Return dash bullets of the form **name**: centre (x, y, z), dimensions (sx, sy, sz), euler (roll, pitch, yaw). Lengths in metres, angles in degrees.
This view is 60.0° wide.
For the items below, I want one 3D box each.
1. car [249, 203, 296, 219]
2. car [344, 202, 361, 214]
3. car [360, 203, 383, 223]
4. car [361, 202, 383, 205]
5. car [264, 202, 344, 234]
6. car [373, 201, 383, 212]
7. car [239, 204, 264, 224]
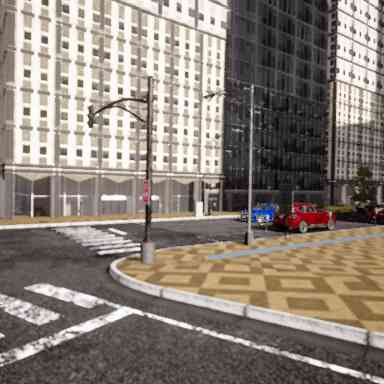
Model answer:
- **car**: centre (7.805, 1.781, 32.117), dimensions (4.403, 1.369, 2.008), euler (0, 1, -34)
- **car**: centre (17.011, 1.826, 38.438), dimensions (4.829, 1.417, 1.752), euler (0, 1, -34)
- **car**: centre (16.937, 1.981, 28.829), dimensions (4.507, 1.381, 1.887), euler (0, 1, -34)
- **car**: centre (21.825, 1.904, 41.743), dimensions (4.313, 1.339, 1.947), euler (0, 1, -34)
- **car**: centre (7.595, 1.680, 22.408), dimensions (5.009, 1.841, 2.192), euler (0, 1, -34)
- **car**: centre (26.497, 1.957, 44.953), dimensions (4.206, 1.307, 1.802), euler (0, 1, -34)
- **car**: centre (6.204, 1.738, 28.026), dimensions (5.008, 1.535, 1.882), euler (0, 1, -34)
